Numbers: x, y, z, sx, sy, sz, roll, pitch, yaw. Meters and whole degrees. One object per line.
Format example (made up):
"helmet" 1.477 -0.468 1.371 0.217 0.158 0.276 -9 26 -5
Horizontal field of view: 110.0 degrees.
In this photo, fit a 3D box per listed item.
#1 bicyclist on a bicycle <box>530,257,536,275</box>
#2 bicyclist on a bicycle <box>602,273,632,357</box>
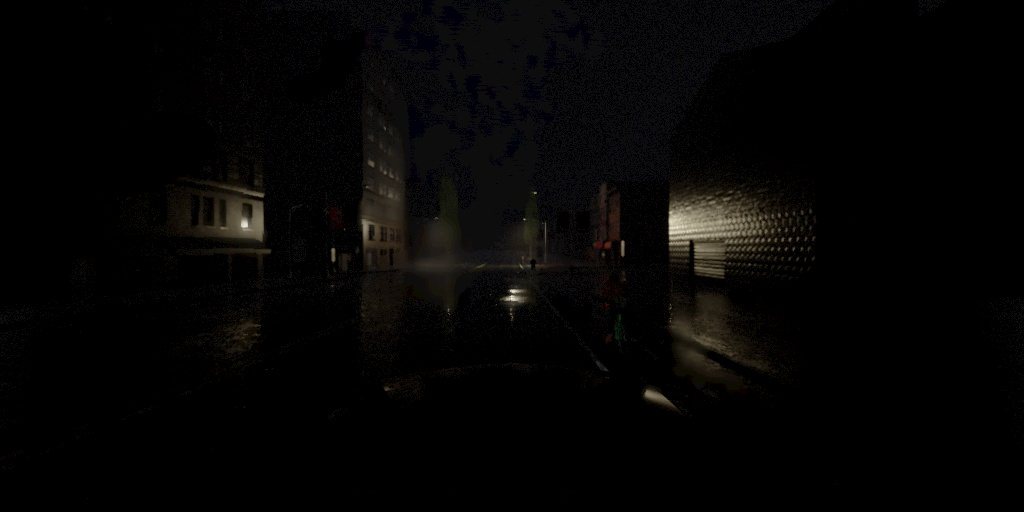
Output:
"bicyclist on a bicycle" 2.151 0.990 36.443 0.659 1.776 1.843 0 5 0
"bicyclist on a bicycle" 2.220 1.200 7.618 0.582 1.620 1.656 0 0 0
